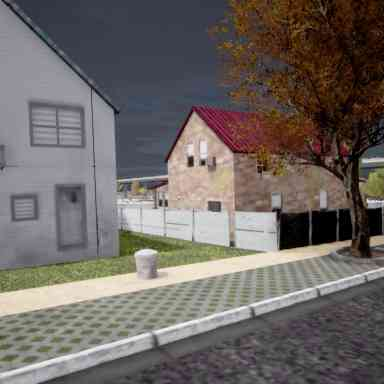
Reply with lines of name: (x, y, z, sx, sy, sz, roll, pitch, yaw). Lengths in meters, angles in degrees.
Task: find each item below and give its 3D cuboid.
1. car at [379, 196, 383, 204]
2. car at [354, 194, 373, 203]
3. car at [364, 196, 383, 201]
car: (38.485, 1.600, 64.514, 1.837, 1.490, 4.892, -2, 0, 0)
car: (38.569, 1.440, 74.916, 2.097, 1.767, 4.553, -2, 0, 0)
car: (28.555, 1.827, 52.478, 1.882, 1.535, 5.008, -2, 0, 1)
